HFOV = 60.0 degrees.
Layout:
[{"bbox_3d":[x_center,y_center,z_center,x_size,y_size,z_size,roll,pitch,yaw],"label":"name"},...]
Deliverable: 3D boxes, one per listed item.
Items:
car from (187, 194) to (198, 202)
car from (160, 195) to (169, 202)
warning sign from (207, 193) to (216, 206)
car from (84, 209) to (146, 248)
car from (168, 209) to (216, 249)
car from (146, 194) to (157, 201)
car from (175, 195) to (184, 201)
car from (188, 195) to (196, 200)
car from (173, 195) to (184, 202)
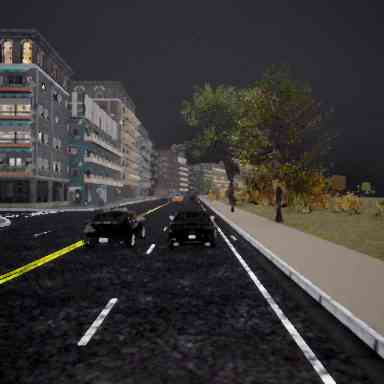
[{"bbox_3d":[0.000,1.504,75.153,1.837,1.490,4.892,0,0,0],"label":"car"},{"bbox_3d":[-6.499,1.524,79.741,2.033,1.411,5.357,0,0,0],"label":"car"},{"bbox_3d":[2.842,1.129,48.425,1.300,1.860,1.060,-1,-1,0],"label":"warning sign"},{"bbox_3d":[-3.250,1.520,14.650,1.837,1.490,4.892,0,0,0],"label":"car"},{"bbox_3d":[0.000,1.488,14.650,1.882,1.535,5.008,0,0,0],"label":"car"},{"bbox_3d":[-9.749,1.339,79.771,2.097,1.767,4.553,0,0,0],"label":"car"},{"bbox_3d":[-3.250,1.480,88.490,2.128,1.511,4.902,0,0,0],"label":"car"},{"bbox_3d":[0.000,1.507,88.490,1.994,1.385,4.181,0,0,0],"label":"car"},{"bbox_3d":[-3.250,1.359,75.123,2.097,1.767,4.553,0,0,0],"label":"car"}]
